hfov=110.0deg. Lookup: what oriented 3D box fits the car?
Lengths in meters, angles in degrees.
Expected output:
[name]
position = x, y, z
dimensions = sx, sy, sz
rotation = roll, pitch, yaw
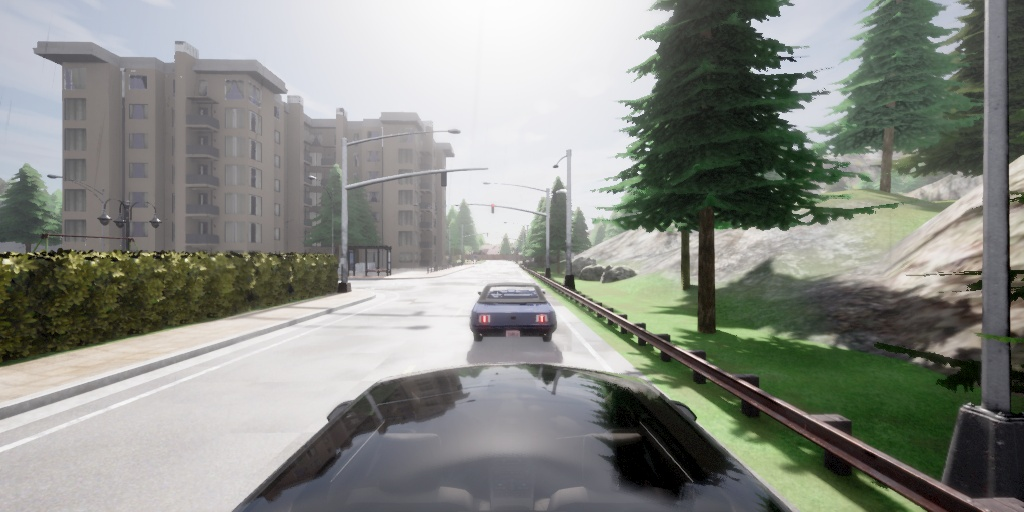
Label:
[car]
position = -0.003, 1.351, 9.771
dimensions = 1.895, 1.301, 4.718
rotation = 0, 0, -1
